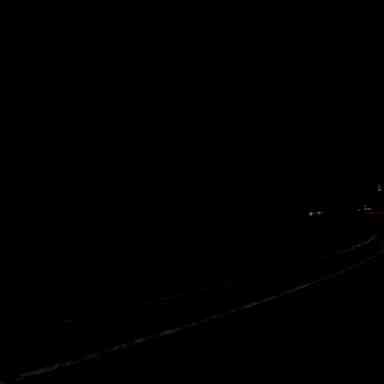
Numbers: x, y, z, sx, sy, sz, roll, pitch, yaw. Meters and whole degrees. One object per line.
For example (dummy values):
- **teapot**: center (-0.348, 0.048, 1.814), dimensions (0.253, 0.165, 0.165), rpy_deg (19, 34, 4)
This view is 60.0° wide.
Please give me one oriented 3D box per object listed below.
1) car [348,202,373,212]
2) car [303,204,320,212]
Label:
- **car**: center (26.384, 2.352, 52.238), dimensions (1.837, 1.490, 4.892), rpy_deg (-4, -3, -2)
- **car**: center (22.777, 3.114, 63.850), dimensions (1.837, 1.490, 4.892), rpy_deg (-4, -3, -2)
